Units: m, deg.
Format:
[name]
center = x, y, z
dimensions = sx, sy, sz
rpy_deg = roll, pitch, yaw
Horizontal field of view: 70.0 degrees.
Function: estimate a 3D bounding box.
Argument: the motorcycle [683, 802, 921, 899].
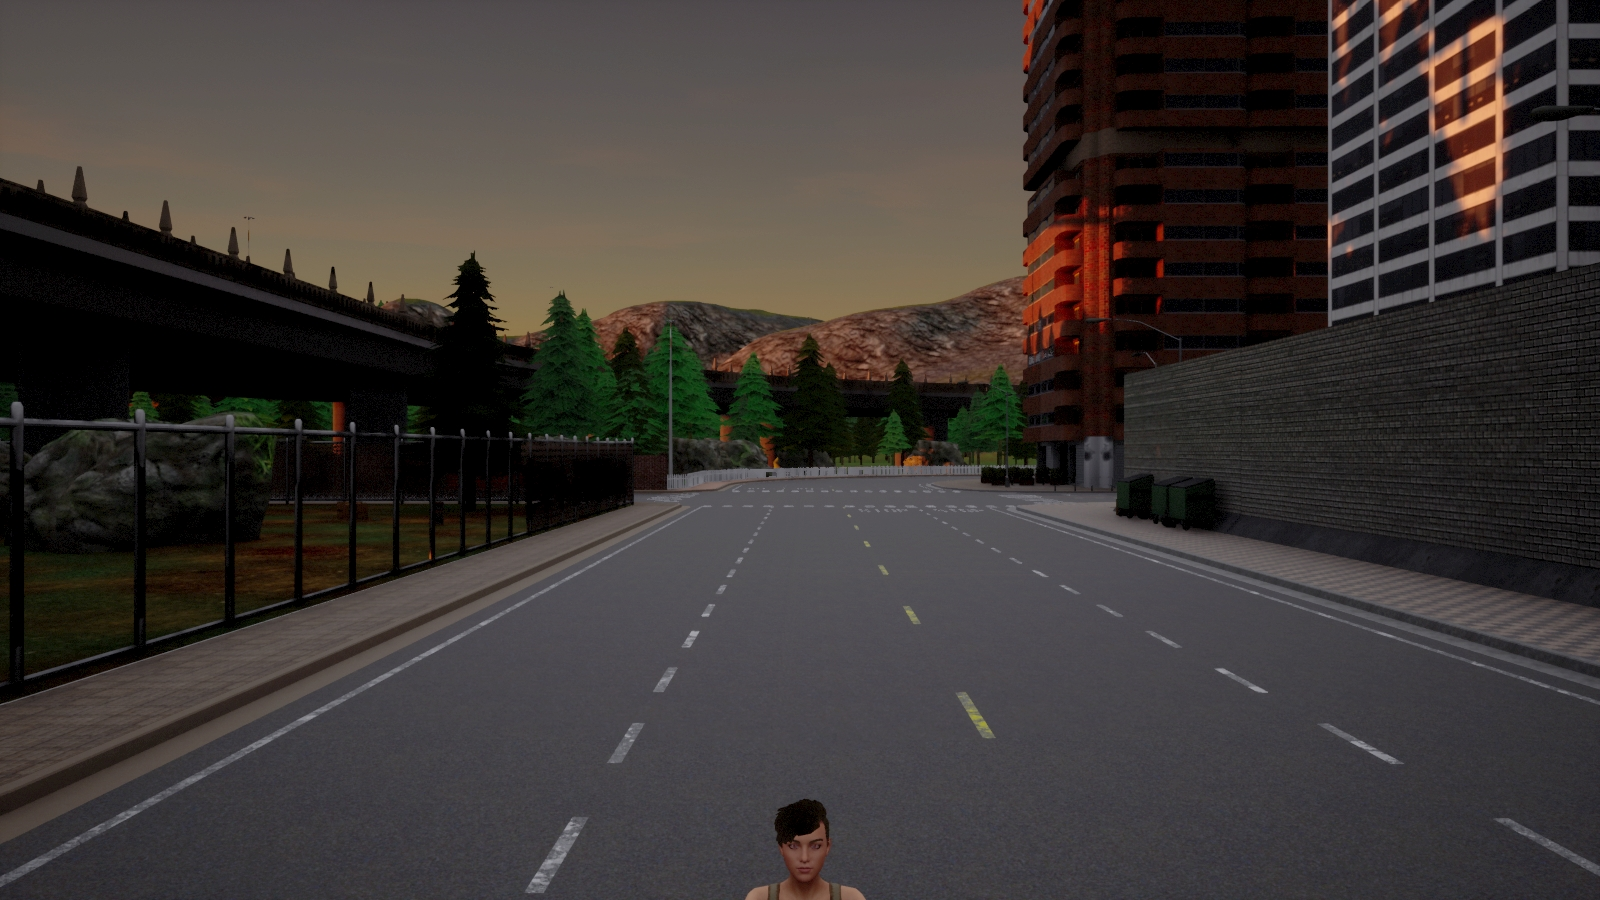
[motorcycle]
center = 0.006, 2.099, 3.507
dimensions = 0.764, 1.307, 2.356
rpy_deg = 0, 0, 0
